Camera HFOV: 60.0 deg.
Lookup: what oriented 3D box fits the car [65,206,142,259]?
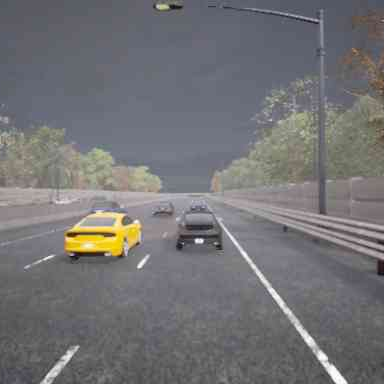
[{"bbox_3d":[-3.222,1.553,12.976,1.882,1.535,5.008,0,0,1],"label":"car"}]

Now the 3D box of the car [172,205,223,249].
[{"bbox_3d":[0.314,1.566,14.791,1.837,1.490,4.892,0,0,1],"label":"car"}]

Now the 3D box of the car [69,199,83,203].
[{"bbox_3d":[-19.927,2.033,60.185,1.895,1.301,4.718,0,0,1],"label":"car"}]

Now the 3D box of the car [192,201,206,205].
[{"bbox_3d":[0.804,1.779,40.301,1.895,1.301,4.718,0,0,1],"label":"car"}]

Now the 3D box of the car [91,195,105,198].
[{"bbox_3d":[-16.483,1.607,57.796,2.150,2.045,5.566,0,0,2],"label":"car"}]

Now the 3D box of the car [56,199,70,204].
[{"bbox_3d":[-23.401,1.973,61.483,1.812,1.442,4.674,0,0,1],"label":"car"}]

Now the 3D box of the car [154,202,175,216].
[{"bbox_3d":[-2.804,1.722,34.852,2.033,1.411,5.357,0,0,1],"label":"car"}]

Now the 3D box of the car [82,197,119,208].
[{"bbox_3d":[-6.481,1.507,25.739,2.097,1.767,4.553,0,0,1],"label":"car"}]
